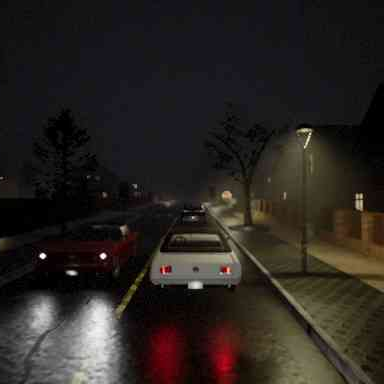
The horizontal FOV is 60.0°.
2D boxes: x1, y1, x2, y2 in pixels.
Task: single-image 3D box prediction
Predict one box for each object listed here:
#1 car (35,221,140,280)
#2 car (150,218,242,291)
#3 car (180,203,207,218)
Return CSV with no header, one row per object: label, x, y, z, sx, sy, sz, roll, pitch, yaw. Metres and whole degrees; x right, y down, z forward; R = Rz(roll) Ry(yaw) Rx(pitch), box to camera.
car,-2.839,1.614,10.084,1.895,1.301,4.718,0,0,0
car,0.089,1.613,8.977,1.895,1.301,4.718,0,0,0
car,0.101,1.535,24.934,2.128,1.511,4.902,0,0,0
